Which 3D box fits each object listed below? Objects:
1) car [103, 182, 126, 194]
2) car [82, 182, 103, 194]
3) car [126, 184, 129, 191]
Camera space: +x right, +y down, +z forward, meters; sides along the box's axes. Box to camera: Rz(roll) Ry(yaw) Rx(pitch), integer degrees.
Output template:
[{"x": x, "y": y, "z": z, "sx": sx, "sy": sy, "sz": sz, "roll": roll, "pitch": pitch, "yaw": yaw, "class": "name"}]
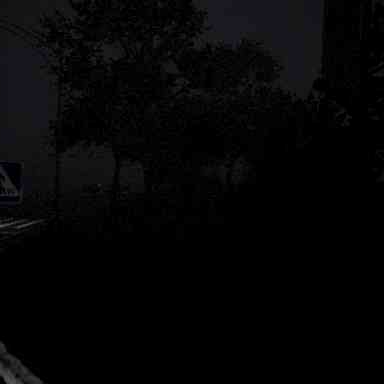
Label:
[{"x": -12.683, "y": -0.461, "z": 54.237, "sx": 2.033, "sy": 1.411, "sz": 5.357, "roll": 2, "pitch": 3, "yaw": -2, "class": "car"}, {"x": -16.139, "y": -0.583, "z": 53.256, "sx": 1.837, "sy": 1.490, "sz": 4.892, "roll": 2, "pitch": 3, "yaw": -2, "class": "car"}, {"x": -13.216, "y": -0.948, "z": 63.818, "sx": 1.994, "sy": 1.385, "sz": 4.181, "roll": 2, "pitch": 3, "yaw": -3, "class": "car"}]
